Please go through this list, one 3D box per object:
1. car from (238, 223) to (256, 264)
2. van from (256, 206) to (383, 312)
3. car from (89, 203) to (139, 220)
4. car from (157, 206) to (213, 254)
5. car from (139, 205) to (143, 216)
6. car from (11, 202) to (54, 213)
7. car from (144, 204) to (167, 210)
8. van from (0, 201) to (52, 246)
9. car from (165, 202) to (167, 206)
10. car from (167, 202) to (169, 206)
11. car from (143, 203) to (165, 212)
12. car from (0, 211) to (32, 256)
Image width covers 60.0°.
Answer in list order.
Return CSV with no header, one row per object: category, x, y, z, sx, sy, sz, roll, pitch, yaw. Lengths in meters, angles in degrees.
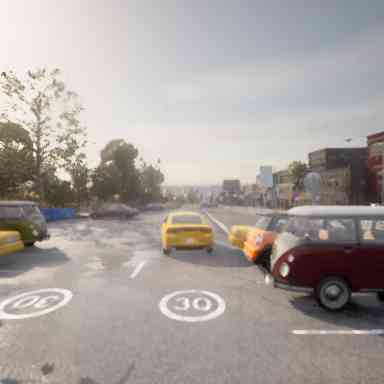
car,3.911,1.416,10.132,4.553,1.767,2.185,0,-1,0
van,3.818,1.289,7.096,4.442,1.987,1.878,0,0,0
car,-8.228,2.113,34.517,4.674,1.452,2.002,0,-2,0
car,-0.371,1.593,14.235,1.882,1.535,5.008,0,0,-7
car,-8.265,2.041,37.691,4.553,1.767,2.185,0,-2,0
car,-23.682,2.263,49.484,5.357,1.411,2.033,1,1,1
car,-7.840,3.231,71.702,4.674,1.452,2.002,0,-2,1
van,-8.199,1.364,13.732,4.442,1.987,1.878,0,-1,0
car,-7.910,2.998,65.285,4.892,1.521,2.231,0,-2,1
car,-7.884,3.096,68.556,5.008,1.535,2.097,0,-2,1
car,-7.951,2.939,62.009,4.674,1.452,2.002,0,-2,1
car,-8.509,1.551,10.936,5.366,1.575,1.946,0,-1,0
